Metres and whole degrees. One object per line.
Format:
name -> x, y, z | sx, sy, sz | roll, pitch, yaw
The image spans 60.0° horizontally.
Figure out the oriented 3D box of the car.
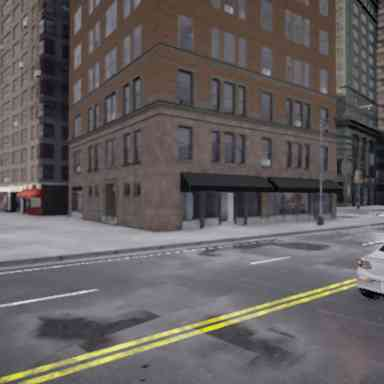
car -> 5.456, 1.603, 7.373 | 4.674, 1.442, 1.812 | 1, -1, -36
